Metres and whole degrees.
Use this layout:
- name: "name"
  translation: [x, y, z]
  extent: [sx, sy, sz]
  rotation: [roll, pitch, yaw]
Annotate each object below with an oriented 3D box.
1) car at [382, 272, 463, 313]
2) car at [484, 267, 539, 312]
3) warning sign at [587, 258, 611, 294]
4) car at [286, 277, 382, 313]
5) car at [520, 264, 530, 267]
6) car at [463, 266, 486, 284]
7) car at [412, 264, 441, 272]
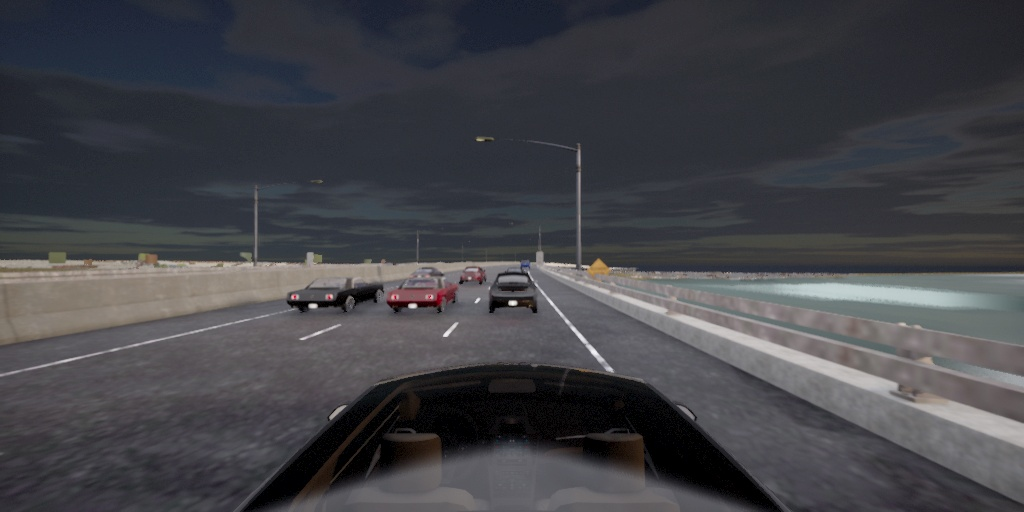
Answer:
- name: "car"
  translation: [-3.436, 1.493, 14.768]
  extent: [1.895, 1.301, 4.718]
  rotation: [0, -1, 1]
- name: "car"
  translation: [0.069, 1.401, 14.978]
  extent: [1.837, 1.490, 4.892]
  rotation: [0, 0, 1]
- name: "warning sign"
  translation: [4.634, 1.054, 19.062]
  extent: [1.300, 1.860, 1.060]
  rotation: [0, 0, 1]
- name: "car"
  translation: [-6.936, 1.494, 14.791]
  extent: [1.895, 1.301, 4.718]
  rotation: [0, -1, 1]
- name: "car"
  translation: [0.251, 1.628, 29.966]
  extent: [1.994, 1.385, 4.181]
  rotation: [0, -1, 1]
- name: "car"
  translation: [-3.240, 1.595, 30.330]
  extent: [1.812, 1.442, 4.674]
  rotation: [0, 0, 1]
- name: "car"
  translation: [-6.776, 1.603, 29.031]
  extent: [2.033, 1.411, 5.357]
  rotation: [0, -1, 1]
